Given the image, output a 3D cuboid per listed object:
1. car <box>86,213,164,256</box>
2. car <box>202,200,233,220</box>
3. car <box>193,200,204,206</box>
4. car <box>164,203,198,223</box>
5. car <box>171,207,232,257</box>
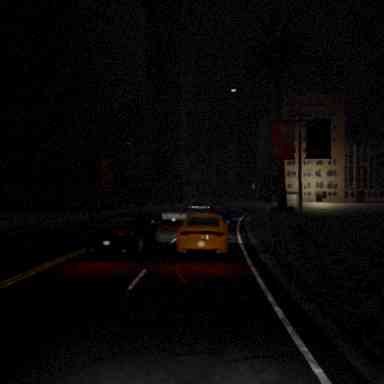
[{"bbox_3d":[-2.695,1.607,13.871,1.882,1.535,5.008,0,0,6],"label":"car"},{"bbox_3d":[2.393,1.742,28.078,1.882,1.535,5.008,0,0,11],"label":"car"},{"bbox_3d":[1.432,2.168,65.608,1.994,1.385,4.181,0,0,13],"label":"car"},{"bbox_3d":[-1.012,1.858,27.602,1.895,1.301,4.718,0,-1,10],"label":"car"},{"bbox_3d":[0.548,1.606,13.656,1.882,1.535,5.008,0,0,6],"label":"car"}]
